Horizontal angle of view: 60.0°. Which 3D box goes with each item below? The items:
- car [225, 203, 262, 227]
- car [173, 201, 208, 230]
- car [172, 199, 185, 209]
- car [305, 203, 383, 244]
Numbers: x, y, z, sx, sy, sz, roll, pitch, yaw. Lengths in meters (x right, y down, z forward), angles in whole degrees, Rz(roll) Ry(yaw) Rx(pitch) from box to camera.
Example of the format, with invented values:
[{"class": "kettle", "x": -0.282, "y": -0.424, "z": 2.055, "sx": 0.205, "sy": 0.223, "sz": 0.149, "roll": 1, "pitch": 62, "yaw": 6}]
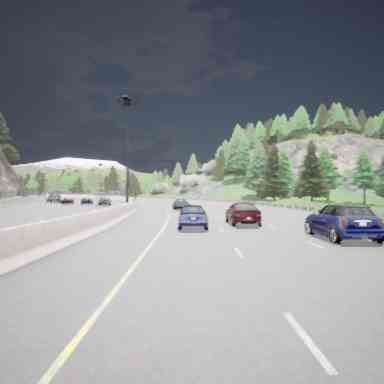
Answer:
[{"class": "car", "x": 3.458, "y": 1.479, "z": 23.061, "sx": 1.882, "sy": 1.535, "sz": 5.008, "roll": 0, "pitch": 0, "yaw": -1}, {"class": "car", "x": 0.023, "y": 1.548, "z": 21.217, "sx": 2.033, "sy": 1.411, "sz": 5.357, "roll": 0, "pitch": 0, "yaw": -1}, {"class": "car", "x": -1.501, "y": 1.565, "z": 42.468, "sx": 1.994, "sy": 1.385, "sz": 4.181, "roll": 0, "pitch": 0, "yaw": -7}, {"class": "car", "x": 7.081, "y": 1.353, "z": 15.922, "sx": 2.097, "sy": 1.767, "sz": 4.553, "roll": 0, "pitch": 0, "yaw": 0}]
